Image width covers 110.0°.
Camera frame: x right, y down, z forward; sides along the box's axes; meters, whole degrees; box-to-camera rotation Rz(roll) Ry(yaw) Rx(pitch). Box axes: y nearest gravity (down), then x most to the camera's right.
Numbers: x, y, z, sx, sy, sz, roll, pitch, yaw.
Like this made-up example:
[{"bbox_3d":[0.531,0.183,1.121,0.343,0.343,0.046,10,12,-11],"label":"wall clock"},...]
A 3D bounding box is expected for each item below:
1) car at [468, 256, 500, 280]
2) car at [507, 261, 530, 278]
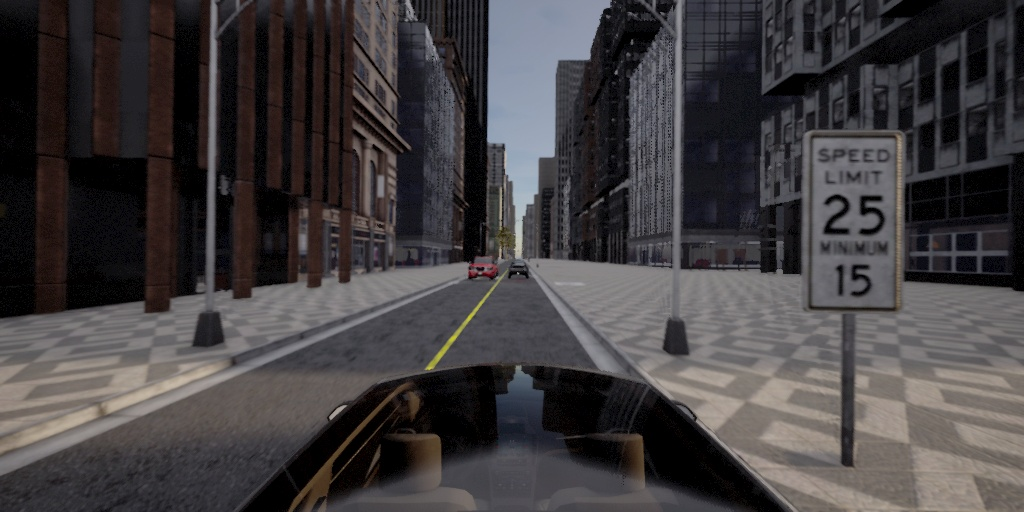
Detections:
[{"bbox_3d":[-2.480,1.019,31.290,2.150,2.045,5.566,1,0,1],"label":"car"},{"bbox_3d":[0.611,1.249,33.159,1.837,1.490,4.892,1,0,2],"label":"car"}]
